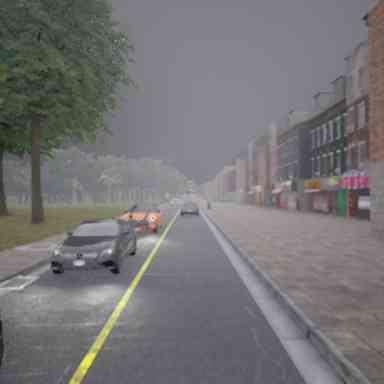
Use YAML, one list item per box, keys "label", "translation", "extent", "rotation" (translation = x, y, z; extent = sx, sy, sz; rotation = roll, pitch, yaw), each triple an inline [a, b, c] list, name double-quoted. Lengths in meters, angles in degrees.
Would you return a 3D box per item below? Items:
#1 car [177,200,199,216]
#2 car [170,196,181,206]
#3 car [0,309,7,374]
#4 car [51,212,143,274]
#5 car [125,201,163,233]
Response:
- label: "car"
  translation: [-0.235, 1.841, 35.885]
  extent: [1.994, 1.385, 4.181]
  rotation: [0, -1, 0]
- label: "car"
  translation: [-3.418, 1.901, 70.931]
  extent: [2.150, 2.045, 5.566]
  rotation: [0, -1, -1]
- label: "car"
  translation: [-2.853, 1.508, 1.522]
  extent: [2.128, 1.511, 4.902]
  rotation: [0, 0, -1]
- label: "car"
  translation: [-2.941, 1.592, 10.924]
  extent: [1.812, 1.442, 4.674]
  rotation: [0, 0, -1]
- label: "car"
  translation: [-3.025, 1.490, 20.780]
  extent: [2.097, 1.767, 4.553]
  rotation: [0, 0, 0]
